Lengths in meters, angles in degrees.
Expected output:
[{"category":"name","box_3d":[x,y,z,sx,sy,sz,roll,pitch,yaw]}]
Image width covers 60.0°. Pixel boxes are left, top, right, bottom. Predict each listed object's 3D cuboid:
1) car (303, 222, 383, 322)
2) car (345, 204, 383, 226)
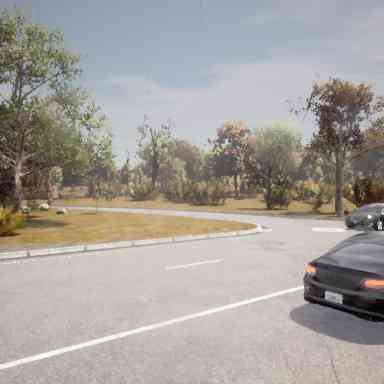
[{"category":"car","box_3d":[4.137,1.526,6.697,4.674,1.442,1.812,0,0,-36]},{"category":"car","box_3d":[11.404,1.506,20.540,4.892,1.490,1.837,1,0,-35]}]
